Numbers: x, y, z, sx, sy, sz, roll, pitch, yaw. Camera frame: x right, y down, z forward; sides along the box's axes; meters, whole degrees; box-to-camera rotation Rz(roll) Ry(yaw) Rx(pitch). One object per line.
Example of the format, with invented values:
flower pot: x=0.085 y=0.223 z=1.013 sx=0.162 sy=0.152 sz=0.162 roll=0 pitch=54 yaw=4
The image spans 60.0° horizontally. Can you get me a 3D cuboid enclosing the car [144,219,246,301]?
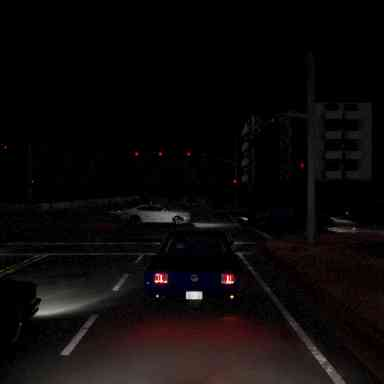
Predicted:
car: x=0.114 y=1.601 z=8.291 sx=1.895 sy=1.301 sz=4.718 roll=0 pitch=0 yaw=2

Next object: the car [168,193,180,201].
car: x=-3.647 y=1.221 z=67.338 sx=2.150 sy=2.045 sz=5.566 roll=0 pitch=0 yaw=0

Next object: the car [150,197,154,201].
car: x=-7.195 y=1.505 z=53.446 sx=1.837 sy=1.490 sz=4.892 roll=0 pitch=0 yaw=0

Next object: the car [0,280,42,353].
car: x=-3.452 y=1.547 z=3.087 sx=2.033 sy=1.411 sz=5.357 roll=0 pitch=0 yaw=0

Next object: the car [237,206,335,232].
car: x=5.373 y=1.547 z=19.434 sx=5.357 sy=1.411 sz=2.033 roll=0 pitch=0 yaw=-3

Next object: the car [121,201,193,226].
car: x=-2.454 y=1.526 z=22.689 sx=4.674 sy=1.442 sz=1.812 roll=0 pitch=0 yaw=-1

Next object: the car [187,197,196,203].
car: x=-0.147 y=1.601 z=67.360 sx=1.895 sy=1.301 sz=4.718 roll=0 pitch=0 yaw=0

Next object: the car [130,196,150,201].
car: x=-7.178 y=1.547 z=43.300 sx=2.033 sy=1.411 sz=5.357 roll=0 pitch=0 yaw=0

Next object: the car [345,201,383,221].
car: x=15.001 y=1.505 z=27.013 sx=4.892 sy=1.490 sz=1.837 roll=0 pitch=0 yaw=-2
